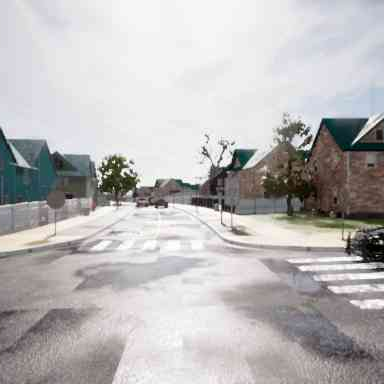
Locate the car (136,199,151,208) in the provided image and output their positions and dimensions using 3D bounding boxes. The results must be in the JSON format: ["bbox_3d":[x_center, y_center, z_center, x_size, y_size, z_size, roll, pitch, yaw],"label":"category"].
[{"bbox_3d":[-8.388,1.830,55.947,1.812,1.442,4.674,0,-1,-11],"label":"car"}]

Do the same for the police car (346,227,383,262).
[{"bbox_3d":[7.268,1.301,9.866,4.974,1.542,2.038,-1,0,-1],"label":"police car"}]

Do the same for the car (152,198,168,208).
[{"bbox_3d":[-4.853,1.769,52.370,1.837,1.490,4.892,0,-1,-11],"label":"car"}]
